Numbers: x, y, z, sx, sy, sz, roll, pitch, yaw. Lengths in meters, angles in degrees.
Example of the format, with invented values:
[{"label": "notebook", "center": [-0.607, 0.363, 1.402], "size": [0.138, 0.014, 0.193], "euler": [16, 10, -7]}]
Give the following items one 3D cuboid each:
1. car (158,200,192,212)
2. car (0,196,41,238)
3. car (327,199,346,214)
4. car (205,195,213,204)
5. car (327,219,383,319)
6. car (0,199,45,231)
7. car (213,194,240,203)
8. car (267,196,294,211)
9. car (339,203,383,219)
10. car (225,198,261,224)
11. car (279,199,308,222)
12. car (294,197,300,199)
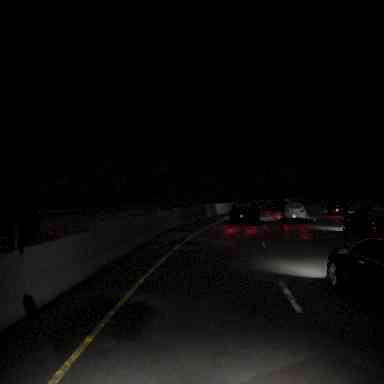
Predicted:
[{"label": "car", "center": [-1.521, 1.504, 31.115], "size": [1.882, 1.535, 5.008], "euler": [0, 0, 20]}, {"label": "car", "center": [-9.191, 1.211, 14.983], "size": [2.150, 2.045, 5.566], "euler": [0, 0, 9]}, {"label": "car", "center": [15.511, 1.535, 35.349], "size": [1.837, 1.490, 4.892], "euler": [0, 0, 25]}, {"label": "car", "center": [4.534, 1.360, 58.567], "size": [2.150, 2.045, 5.566], "euler": [0, -1, 35]}, {"label": "car", "center": [4.014, 1.514, 6.054], "size": [1.837, 1.490, 4.892], "euler": [0, 0, 4]}, {"label": "car", "center": [-11.613, 1.348, 20.751], "size": [2.097, 1.767, 4.553], "euler": [0, 0, 13]}, {"label": "car", "center": [6.154, 1.337, 54.687], "size": [2.150, 2.045, 5.566], "euler": [0, 0, 33]}, {"label": "car", "center": [10.773, 1.545, 41.437], "size": [2.128, 1.511, 4.902], "euler": [0, 0, 27]}, {"label": "car", "center": [9.216, 1.537, 17.140], "size": [1.812, 1.442, 4.674], "euler": [0, 0, 12]}, {"label": "car", "center": [4.076, 1.493, 25.046], "size": [1.882, 1.535, 5.008], "euler": [0, 0, 16]}, {"label": "car", "center": [8.124, 1.543, 26.364], "size": [1.812, 1.442, 4.674], "euler": [0, 0, 17]}, {"label": "car", "center": [19.824, 1.602, 66.514], "size": [1.882, 1.535, 5.008], "euler": [0, 0, 41]}]
